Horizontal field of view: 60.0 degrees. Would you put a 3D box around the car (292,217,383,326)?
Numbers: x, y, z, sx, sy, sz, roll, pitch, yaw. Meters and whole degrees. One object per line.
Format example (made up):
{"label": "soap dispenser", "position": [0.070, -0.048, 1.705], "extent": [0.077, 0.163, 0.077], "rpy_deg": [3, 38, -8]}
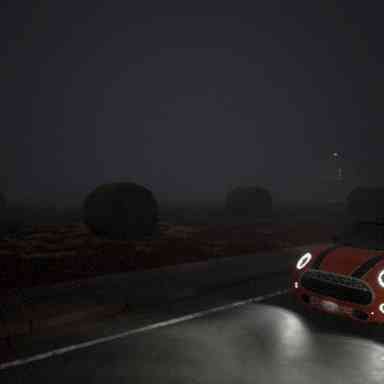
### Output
{"label": "car", "position": [4.185, 1.350, 6.967], "extent": [4.553, 1.767, 2.097], "rpy_deg": [0, 0, -35]}
